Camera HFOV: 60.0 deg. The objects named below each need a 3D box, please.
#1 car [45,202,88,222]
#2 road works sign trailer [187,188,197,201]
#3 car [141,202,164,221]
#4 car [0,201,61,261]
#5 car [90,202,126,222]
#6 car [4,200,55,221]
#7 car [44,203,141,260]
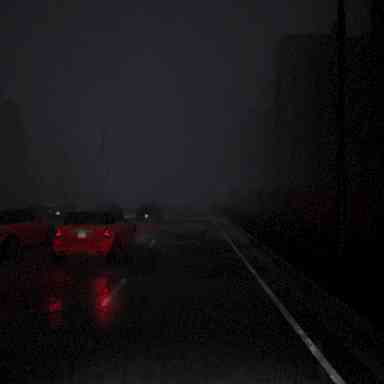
[{"bbox_3d":[-10.449,1.630,27.961,1.994,1.385,4.181,0,0,0],"label":"car"},{"bbox_3d":[0.006,0.668,87.574,2.380,3.560,2.880,0,0,0],"label":"road works sign trailer"},{"bbox_3d":[-3.451,1.571,27.746,1.837,1.490,4.892,0,0,0],"label":"car"},{"bbox_3d":[-6.952,1.381,12.630,2.097,1.767,4.553,0,0,0],"label":"car"},{"bbox_3d":[-6.950,1.630,27.965,1.994,1.385,4.181,0,0,1],"label":"car"},{"bbox_3d":[-13.944,1.545,28.909,1.882,1.535,5.008,0,0,0],"label":"car"},{"bbox_3d":[-3.452,1.381,12.633,2.097,1.767,4.553,0,0,1],"label":"car"}]
